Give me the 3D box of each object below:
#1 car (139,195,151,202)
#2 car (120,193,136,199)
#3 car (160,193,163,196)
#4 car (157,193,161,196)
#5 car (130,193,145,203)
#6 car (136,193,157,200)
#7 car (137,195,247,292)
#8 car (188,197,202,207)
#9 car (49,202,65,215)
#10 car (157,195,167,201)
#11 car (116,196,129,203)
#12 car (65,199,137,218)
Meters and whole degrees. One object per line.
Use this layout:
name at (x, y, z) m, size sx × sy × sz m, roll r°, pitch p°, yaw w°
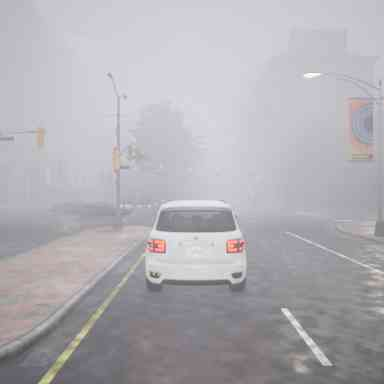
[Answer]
car at (-11.252, 1.519, 80.077) m, size 2.128 × 1.511 × 4.902 m, roll 0°, pitch 0°, yaw 0°
car at (-11.384, 1.487, 59.720) m, size 2.128 × 1.511 × 4.902 m, roll 0°, pitch 0°, yaw 1°
car at (-7.764, 1.219, 76.441) m, size 2.150 × 2.045 × 5.566 m, roll 0°, pitch 0°, yaw 0°
car at (-7.818, 1.521, 66.824) m, size 1.812 × 1.442 × 4.674 m, roll 0°, pitch 0°, yaw 1°
car at (-11.285, 1.220, 69.639) m, size 2.150 × 2.045 × 5.566 m, roll 0°, pitch 0°, yaw 0°
car at (-7.902, 1.348, 57.940) m, size 2.097 × 1.767 × 4.553 m, roll 0°, pitch 0°, yaw 0°
car at (0.099, 1.221, 9.059) m, size 2.150 × 2.045 × 5.566 m, roll 0°, pitch 0°, yaw 0°
car at (0.426, 1.543, 53.016) m, size 2.033 × 1.411 × 5.357 m, roll 0°, pitch 0°, yaw -2°
car at (-11.322, 1.545, 33.176) m, size 5.357 × 1.411 × 2.033 m, roll 0°, pitch 0°, yaw -9°
car at (-7.733, 1.546, 86.256) m, size 1.994 × 1.385 × 4.181 m, roll 0°, pitch 0°, yaw 0°
car at (-14.534, 1.589, 69.768) m, size 1.895 × 1.301 × 4.718 m, roll 0°, pitch 0°, yaw 0°
car at (-7.871, 1.545, 29.249) m, size 5.357 × 1.411 × 2.033 m, roll 0°, pitch 0°, yaw 0°
